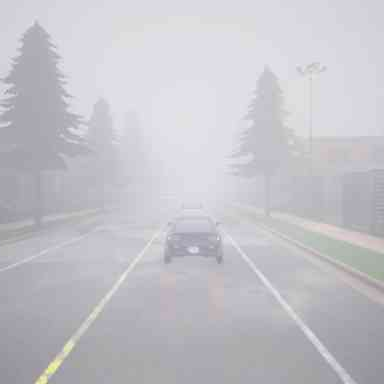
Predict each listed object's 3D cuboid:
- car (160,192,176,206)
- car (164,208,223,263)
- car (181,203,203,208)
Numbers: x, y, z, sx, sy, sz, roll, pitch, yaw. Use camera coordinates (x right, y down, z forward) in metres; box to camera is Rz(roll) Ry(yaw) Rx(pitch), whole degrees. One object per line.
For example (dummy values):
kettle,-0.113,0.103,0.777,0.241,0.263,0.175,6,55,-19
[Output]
car,-3.574,1.058,50.565,2.150,2.045,5.566,0,0,0
car,0.065,1.488,11.740,1.812,1.442,4.674,0,0,0
car,0.063,1.515,26.364,1.895,1.301,4.718,0,0,0
